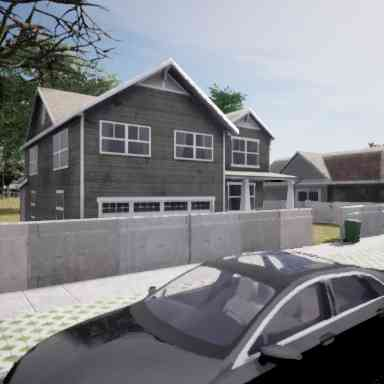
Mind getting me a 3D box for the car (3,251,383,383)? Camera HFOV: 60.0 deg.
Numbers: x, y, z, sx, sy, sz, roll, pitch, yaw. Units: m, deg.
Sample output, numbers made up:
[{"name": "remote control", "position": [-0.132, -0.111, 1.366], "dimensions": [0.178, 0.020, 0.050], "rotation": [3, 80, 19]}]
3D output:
[{"name": "car", "position": [0.680, 1.491, 3.563], "dimensions": [4.902, 1.511, 2.128], "rotation": [0, 0, -36]}]
